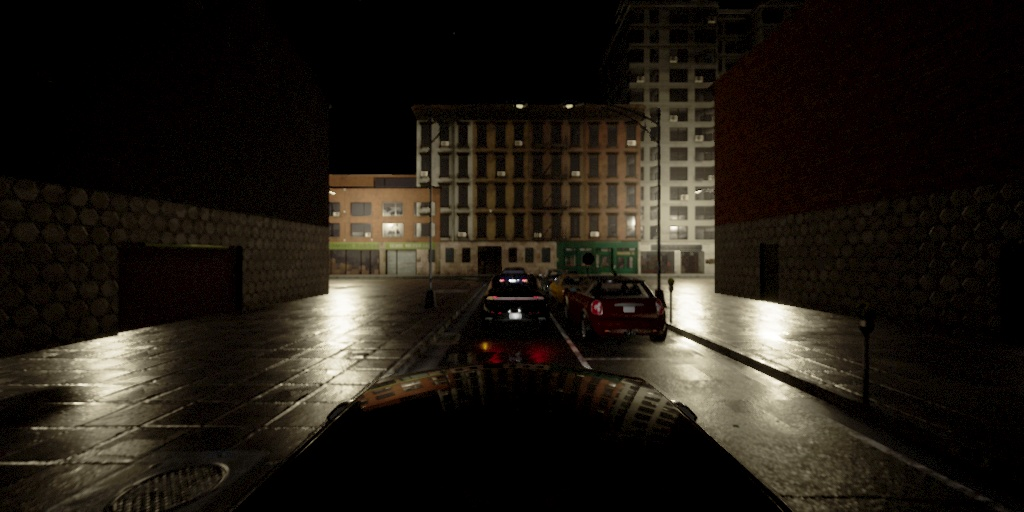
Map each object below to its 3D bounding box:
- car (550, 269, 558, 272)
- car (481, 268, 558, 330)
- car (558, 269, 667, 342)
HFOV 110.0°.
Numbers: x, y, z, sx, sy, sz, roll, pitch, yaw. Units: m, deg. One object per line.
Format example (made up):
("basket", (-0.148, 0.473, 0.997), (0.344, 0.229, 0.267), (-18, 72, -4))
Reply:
("car", (2.604, 1.351, 15.610), (1.751, 1.417, 4.829), (0, 0, 0))
("car", (0.078, 1.293, 11.317), (2.128, 1.511, 4.902), (0, 0, 0))
("car", (2.619, 1.235, 9.964), (1.967, 1.591, 4.097), (0, 0, 0))
